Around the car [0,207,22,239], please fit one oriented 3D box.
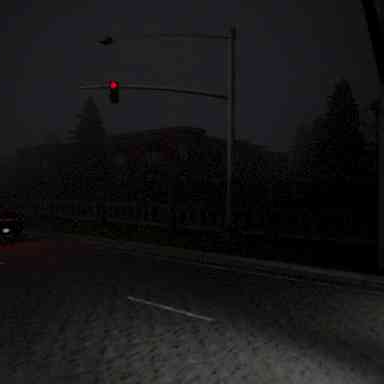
[{"bbox_3d":[-9.675,1.366,15.193,4.902,1.511,2.128,1,0,35],"label":"car"}]
